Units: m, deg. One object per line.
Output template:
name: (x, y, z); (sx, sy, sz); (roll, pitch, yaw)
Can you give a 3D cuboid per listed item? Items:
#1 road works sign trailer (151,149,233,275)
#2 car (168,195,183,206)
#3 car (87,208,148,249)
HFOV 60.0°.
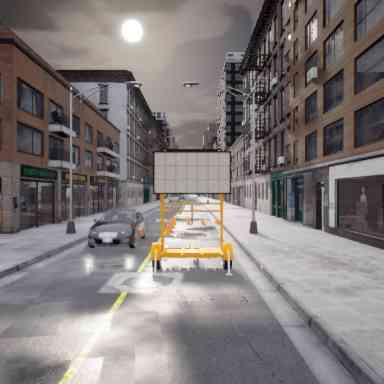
road works sign trailer: (0.004, 0.467, 10.393); (2.380, 3.560, 2.880); (0, 0, 0)
car: (-3.059, 1.590, 57.484); (1.812, 1.442, 4.674); (0, 0, 0)
car: (-3.093, 1.496, 14.620); (2.128, 1.511, 4.902); (0, 0, 0)
